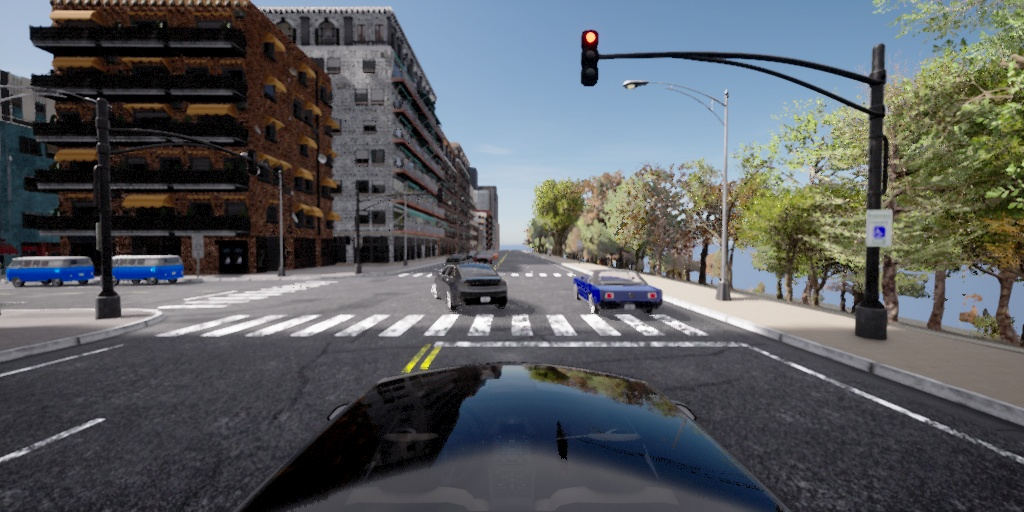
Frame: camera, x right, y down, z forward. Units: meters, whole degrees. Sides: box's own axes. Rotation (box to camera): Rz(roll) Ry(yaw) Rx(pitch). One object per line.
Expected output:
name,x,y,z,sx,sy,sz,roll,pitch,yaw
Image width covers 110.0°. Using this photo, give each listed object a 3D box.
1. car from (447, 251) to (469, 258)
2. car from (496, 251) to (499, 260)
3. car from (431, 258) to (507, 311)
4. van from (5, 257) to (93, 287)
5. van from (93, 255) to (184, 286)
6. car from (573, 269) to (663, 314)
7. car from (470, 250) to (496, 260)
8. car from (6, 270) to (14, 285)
car,-6.573,0.366,42.354,1.895,1.301,4.718,0,1,0
car,-3.290,-0.249,57.748,2.097,1.767,4.553,0,1,0
car,-1.667,0.995,12.989,1.837,1.490,4.892,0,1,-21
van,-28.311,0.929,22.057,3.998,1.789,1.690,0,0,-1
van,-22.710,0.854,22.129,3.998,1.789,1.690,0,0,-1
car,3.334,1.092,12.307,1.895,1.301,4.718,0,1,0
car,-3.322,0.116,42.377,2.097,1.767,4.553,0,1,0
car,-22.627,1.330,13.785,4.207,1.307,1.802,0,0,-1
